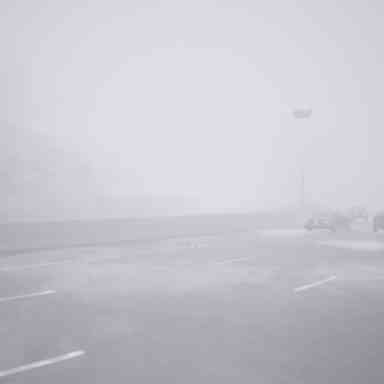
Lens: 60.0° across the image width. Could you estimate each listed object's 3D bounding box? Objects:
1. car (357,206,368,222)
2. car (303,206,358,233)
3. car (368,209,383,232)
[{"bbox_3d":[16.365,2.101,32.681,2.033,1.411,5.357,0,-1,30],"label":"car"},{"bbox_3d":[9.294,1.925,22.522,2.033,1.411,5.357,-1,-1,40],"label":"car"},{"bbox_3d":[13.487,1.862,22.260,1.882,1.535,5.008,-1,-1,38],"label":"car"}]
